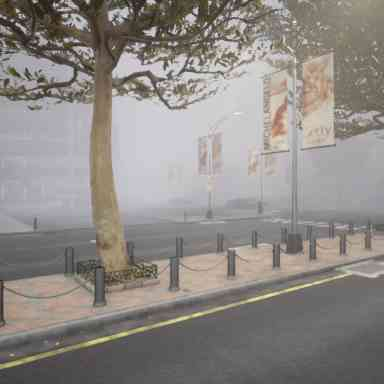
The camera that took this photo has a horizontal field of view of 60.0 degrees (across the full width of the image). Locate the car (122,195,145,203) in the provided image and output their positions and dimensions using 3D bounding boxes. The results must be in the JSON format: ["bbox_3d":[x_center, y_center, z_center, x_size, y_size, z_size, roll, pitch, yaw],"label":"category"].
[{"bbox_3d":[-12.494,1.355,69.469,4.553,1.767,2.097,0,0,33],"label":"car"}]

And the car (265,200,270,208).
[{"bbox_3d":[9.256,1.477,48.913,1.882,1.535,5.008,0,0,-35],"label":"car"}]

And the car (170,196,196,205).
[{"bbox_3d":[-1.833,1.600,58.373,1.895,1.301,4.718,0,0,-37],"label":"car"}]

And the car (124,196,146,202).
[{"bbox_3d":[-12.586,1.523,73.613,4.674,1.442,1.812,0,0,30],"label":"car"}]

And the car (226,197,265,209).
[{"bbox_3d":[7.029,1.547,46.002,2.033,1.411,5.357,0,0,-35],"label":"car"}]
